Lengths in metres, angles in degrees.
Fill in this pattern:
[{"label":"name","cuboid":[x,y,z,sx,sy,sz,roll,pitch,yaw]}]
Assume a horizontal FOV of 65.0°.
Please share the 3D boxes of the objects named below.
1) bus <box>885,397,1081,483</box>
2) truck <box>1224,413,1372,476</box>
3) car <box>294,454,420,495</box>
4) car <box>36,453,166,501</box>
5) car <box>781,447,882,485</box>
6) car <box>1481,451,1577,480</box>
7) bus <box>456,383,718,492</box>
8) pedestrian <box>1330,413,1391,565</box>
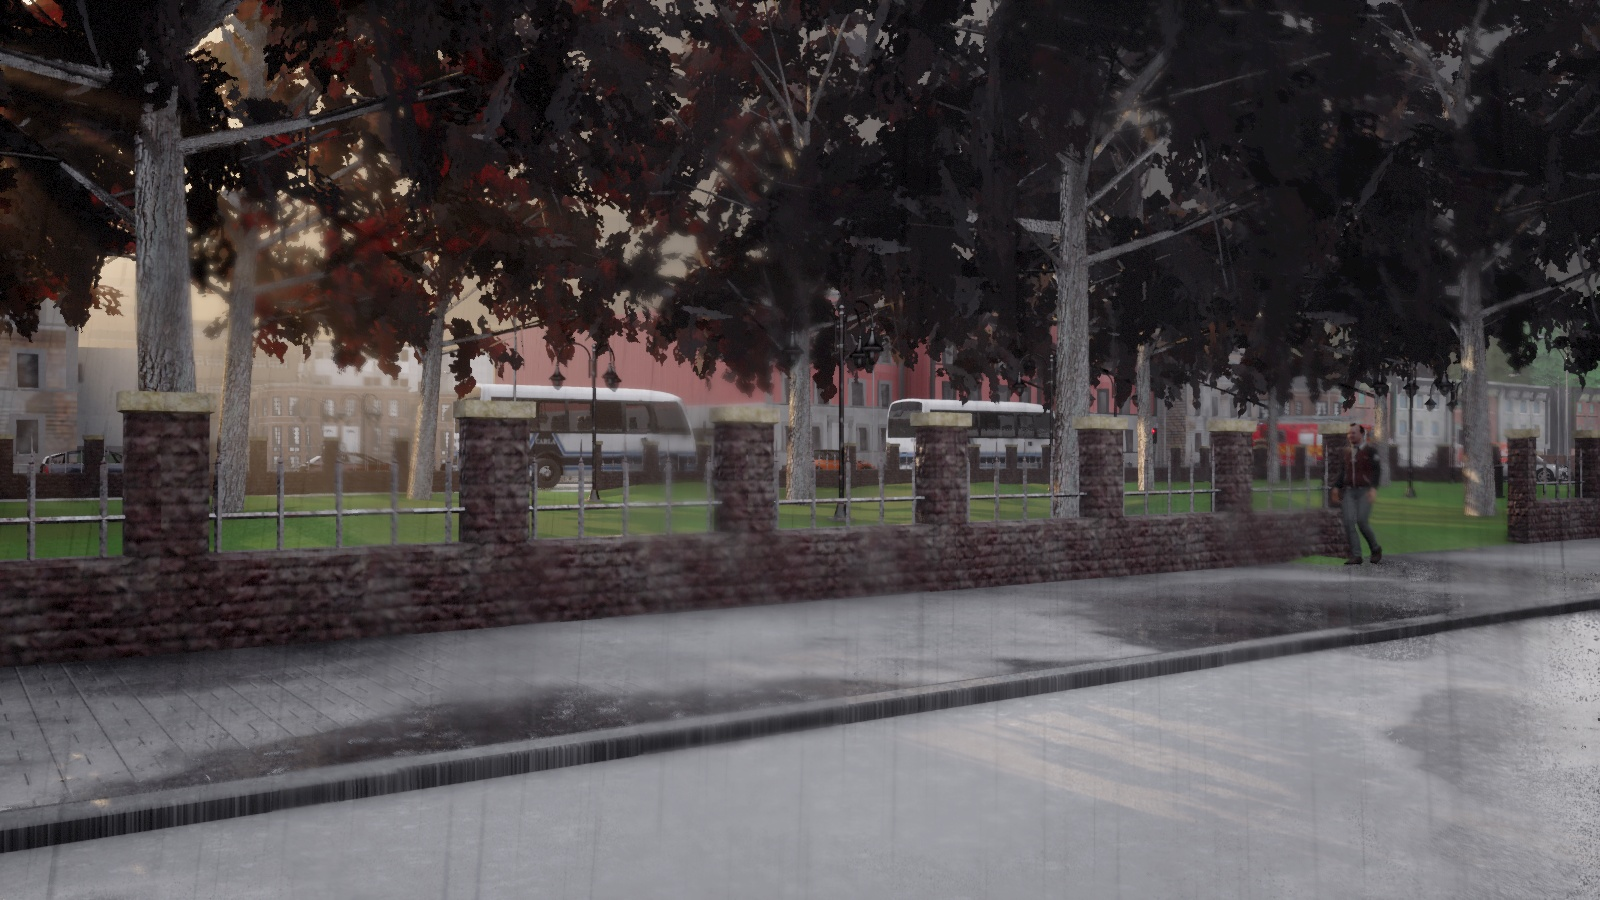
[{"label":"bus","cuboid":[9.780,-0.490,66.470,10.273,4.253,3.944,0,0,-34]},{"label":"truck","cuboid":[31.665,-0.291,80.154,2.891,3.827,8.468,0,0,-38]},{"label":"car","cuboid":[-16.821,0.911,47.789,4.193,1.474,1.816,0,0,-35]},{"label":"car","cuboid":[-23.848,0.879,42.861,3.705,1.549,1.789,0,0,-35]},{"label":"car","cuboid":[1.542,0.748,60.656,4.553,1.767,2.097,0,0,-35]},{"label":"car","cuboid":[37.564,0.789,64.729,1.970,1.475,3.806,0,0,-37]},{"label":"bus","cuboid":[-8.897,-0.482,53.337,10.273,4.253,3.944,0,0,-35]},{"label":"pedestrian","cuboid":[7.021,0.478,15.728,0.720,1.854,0.376,0,0,-34]}]
